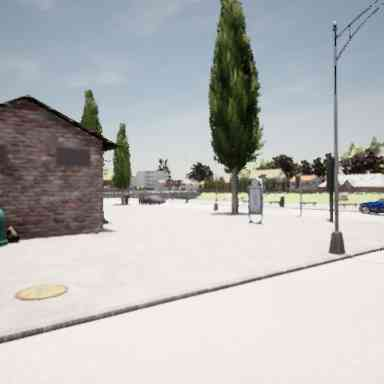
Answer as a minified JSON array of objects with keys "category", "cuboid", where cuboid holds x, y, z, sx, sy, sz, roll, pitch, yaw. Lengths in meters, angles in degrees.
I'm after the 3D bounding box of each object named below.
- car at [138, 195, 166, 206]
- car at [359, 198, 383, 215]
[{"category":"car","cuboid":[-5.801,1.170,47.636,2.033,1.411,5.357,-1,1,-35]},{"category":"car","cuboid":[15.294,1.030,25.289,1.882,1.535,5.008,-1,0,-33]}]
